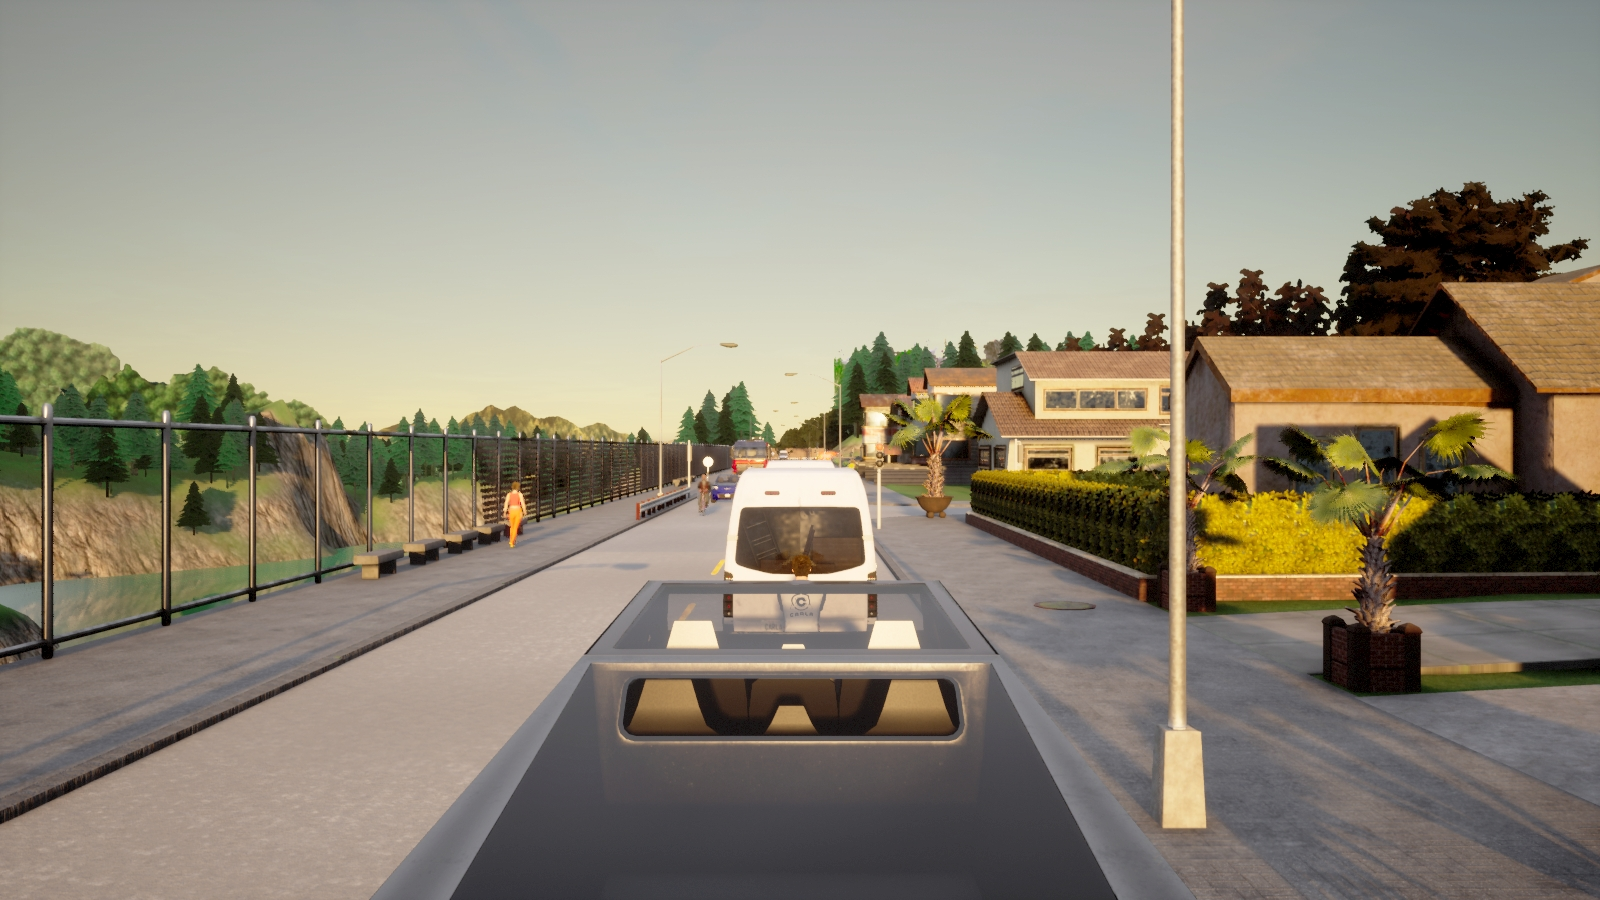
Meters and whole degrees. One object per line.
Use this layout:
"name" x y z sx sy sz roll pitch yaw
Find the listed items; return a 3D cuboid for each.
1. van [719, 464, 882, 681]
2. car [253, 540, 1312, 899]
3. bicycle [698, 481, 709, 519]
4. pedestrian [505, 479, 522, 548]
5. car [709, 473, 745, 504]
"van" 0.009 1.528 16.844 1.988 2.561 5.915 0 0 0
"car" -0.034 1.751 5.716 2.390 2.098 6.274 0 0 0
"bicycle" -3.976 2.041 47.117 0.329 1.471 1.835 0 0 0
"pedestrian" -7.848 1.732 31.303 0.375 1.860 0.375 0 0 -1
"car" -3.816 2.014 60.320 1.845 1.501 3.633 0 0 -3
